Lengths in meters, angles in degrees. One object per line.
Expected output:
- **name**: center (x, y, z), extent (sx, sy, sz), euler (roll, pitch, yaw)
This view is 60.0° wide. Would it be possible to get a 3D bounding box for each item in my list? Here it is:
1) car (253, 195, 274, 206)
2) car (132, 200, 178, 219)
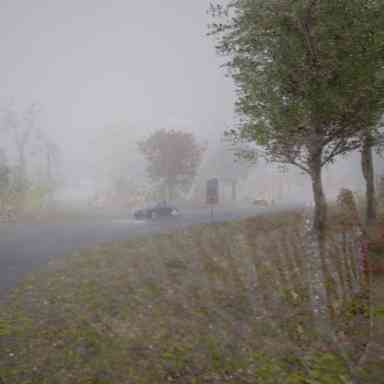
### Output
- **car**: center (10.810, 1.194, 50.009), extent (1.882, 1.535, 5.008), euler (-1, 0, 33)
- **car**: center (-3.069, 1.452, 28.492), extent (1.837, 1.490, 4.892), euler (-1, 0, 33)
